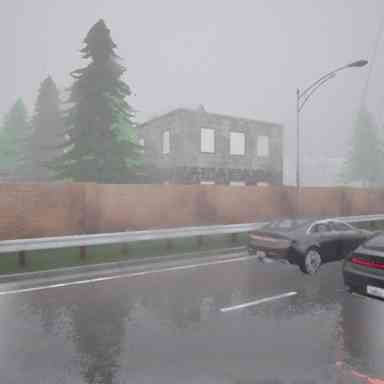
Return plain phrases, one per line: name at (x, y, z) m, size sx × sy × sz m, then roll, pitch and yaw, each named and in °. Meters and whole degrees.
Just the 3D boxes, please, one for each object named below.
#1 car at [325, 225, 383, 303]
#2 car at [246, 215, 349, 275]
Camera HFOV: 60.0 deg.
car at (5.226, 1.503, 7.110) m, size 4.892 × 1.490 × 1.837 m, roll 1°, pitch 0°, yaw -33°
car at (3.916, 1.490, 10.432) m, size 4.902 × 1.511 × 2.128 m, roll 0°, pitch 0°, yaw -33°
